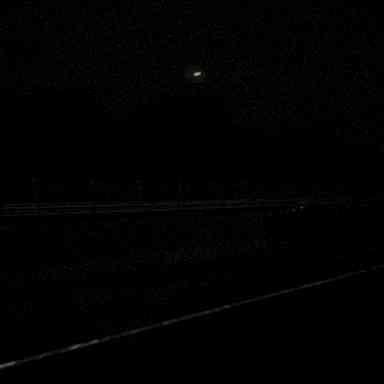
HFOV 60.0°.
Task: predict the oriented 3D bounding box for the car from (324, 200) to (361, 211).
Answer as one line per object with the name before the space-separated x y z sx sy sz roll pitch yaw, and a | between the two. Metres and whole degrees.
car | 14.846 1.492 31.263 4.181 1.385 1.994 -1 0 -34

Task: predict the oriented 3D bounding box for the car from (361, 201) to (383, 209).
car | 16.749 1.496 28.323 4.181 1.385 1.994 -1 0 -34

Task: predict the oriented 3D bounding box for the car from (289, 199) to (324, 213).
car | 11.751 1.462 33.396 4.674 1.442 1.812 -1 0 -34
